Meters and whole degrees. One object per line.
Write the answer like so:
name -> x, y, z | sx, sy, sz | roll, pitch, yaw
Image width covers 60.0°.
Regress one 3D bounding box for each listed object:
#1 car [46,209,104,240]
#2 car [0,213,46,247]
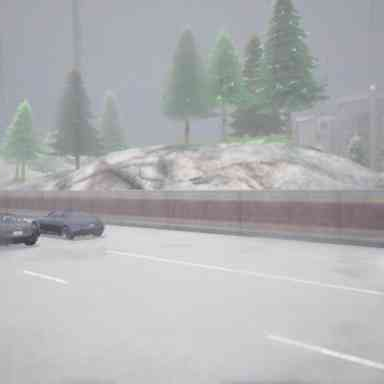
car -> -6.430, 1.570, 16.987 | 4.181, 1.385, 1.994 | 0, 0, 35
car -> -8.426, 1.570, 14.112 | 4.181, 1.385, 1.994 | 0, 0, 35
